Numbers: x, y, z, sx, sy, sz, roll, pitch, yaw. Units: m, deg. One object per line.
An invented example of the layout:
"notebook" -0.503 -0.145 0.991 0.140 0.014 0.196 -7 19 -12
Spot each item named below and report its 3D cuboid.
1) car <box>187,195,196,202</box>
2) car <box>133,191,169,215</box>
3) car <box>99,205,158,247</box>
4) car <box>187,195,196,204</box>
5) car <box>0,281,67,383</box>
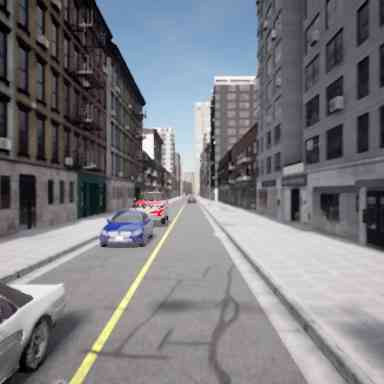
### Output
"car" -0.093 1.586 82.996 2.097 1.767 4.553 0 0 0
"car" -2.775 0.947 23.355 2.150 2.045 5.566 0 0 0
"car" -2.848 1.569 15.338 1.812 1.442 4.674 0 0 0
"car" -0.081 1.799 72.969 1.994 1.385 4.181 0 0 0
"car" -2.852 1.610 2.904 1.895 1.301 4.718 0 0 0
